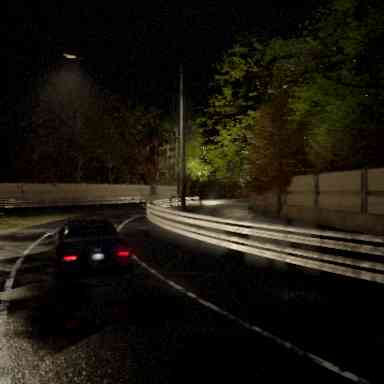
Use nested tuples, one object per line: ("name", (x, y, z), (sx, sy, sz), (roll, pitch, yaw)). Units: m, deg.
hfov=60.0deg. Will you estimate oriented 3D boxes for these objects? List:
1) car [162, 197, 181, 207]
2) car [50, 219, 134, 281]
("car", (-2.434, 1.331, 45.417), (1.994, 1.385, 4.181), (0, 0, 21))
("car", (-3.108, 1.505, 9.834), (2.033, 1.411, 5.357), (0, 0, -23))
